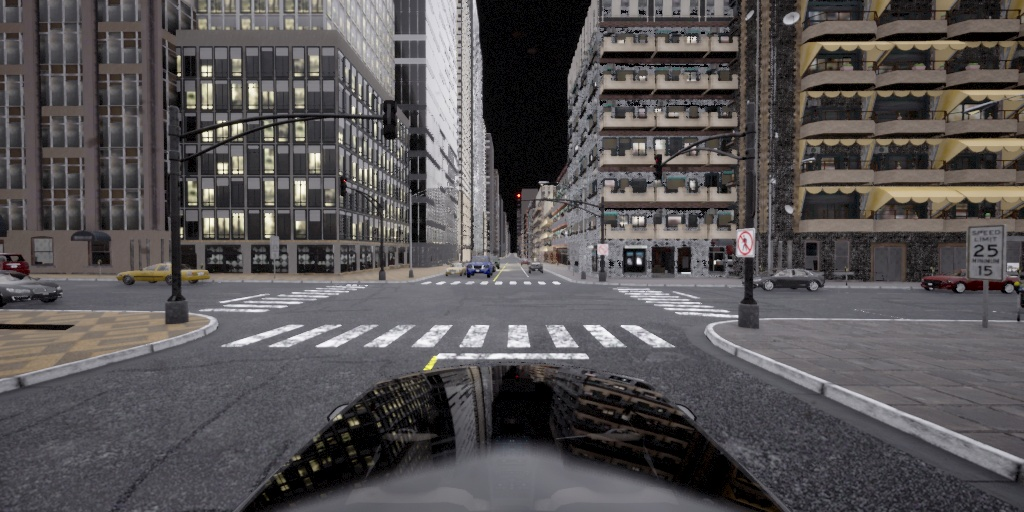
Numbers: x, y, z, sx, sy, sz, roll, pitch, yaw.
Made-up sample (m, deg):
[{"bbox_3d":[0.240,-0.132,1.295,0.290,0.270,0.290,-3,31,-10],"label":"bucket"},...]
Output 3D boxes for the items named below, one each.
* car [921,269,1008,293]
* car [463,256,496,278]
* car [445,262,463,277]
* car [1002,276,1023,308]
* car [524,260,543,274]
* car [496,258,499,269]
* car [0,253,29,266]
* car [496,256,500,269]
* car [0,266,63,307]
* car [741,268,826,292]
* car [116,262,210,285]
[{"bbox_3d":[27.406,1.470,21.541,4.507,1.381,1.888,0,0,1],"label":"car"},{"bbox_3d":[-3.047,0.977,34.700,2.150,2.045,5.566,0,0,0],"label":"car"},{"bbox_3d":[-5.635,1.281,36.398,1.751,1.417,4.829,0,0,0],"label":"car"},{"bbox_3d":[21.734,1.581,13.250,4.313,1.339,1.948,0,0,1],"label":"car"},{"bbox_3d":[2.756,1.307,42.208,2.007,1.370,4.403,0,0,0],"label":"car"},{"bbox_3d":[-3.024,1.235,44.831,1.882,1.535,5.008,0,0,0],"label":"car"},{"bbox_3d":[-33.580,0.721,22.500,5.009,1.841,2.192,0,0,1],"label":"car"},{"bbox_3d":[-3.003,0.981,55.387,2.150,2.045,5.566,0,0,0],"label":"car"},{"bbox_3d":[-20.267,1.209,13.940,4.403,1.370,2.007,0,0,1],"label":"car"},{"bbox_3d":[16.341,1.384,21.715,4.403,1.370,2.007,0,0,1],"label":"car"},{"bbox_3d":[-21.634,1.038,22.276,4.829,1.417,1.751,0,0,1],"label":"car"}]
